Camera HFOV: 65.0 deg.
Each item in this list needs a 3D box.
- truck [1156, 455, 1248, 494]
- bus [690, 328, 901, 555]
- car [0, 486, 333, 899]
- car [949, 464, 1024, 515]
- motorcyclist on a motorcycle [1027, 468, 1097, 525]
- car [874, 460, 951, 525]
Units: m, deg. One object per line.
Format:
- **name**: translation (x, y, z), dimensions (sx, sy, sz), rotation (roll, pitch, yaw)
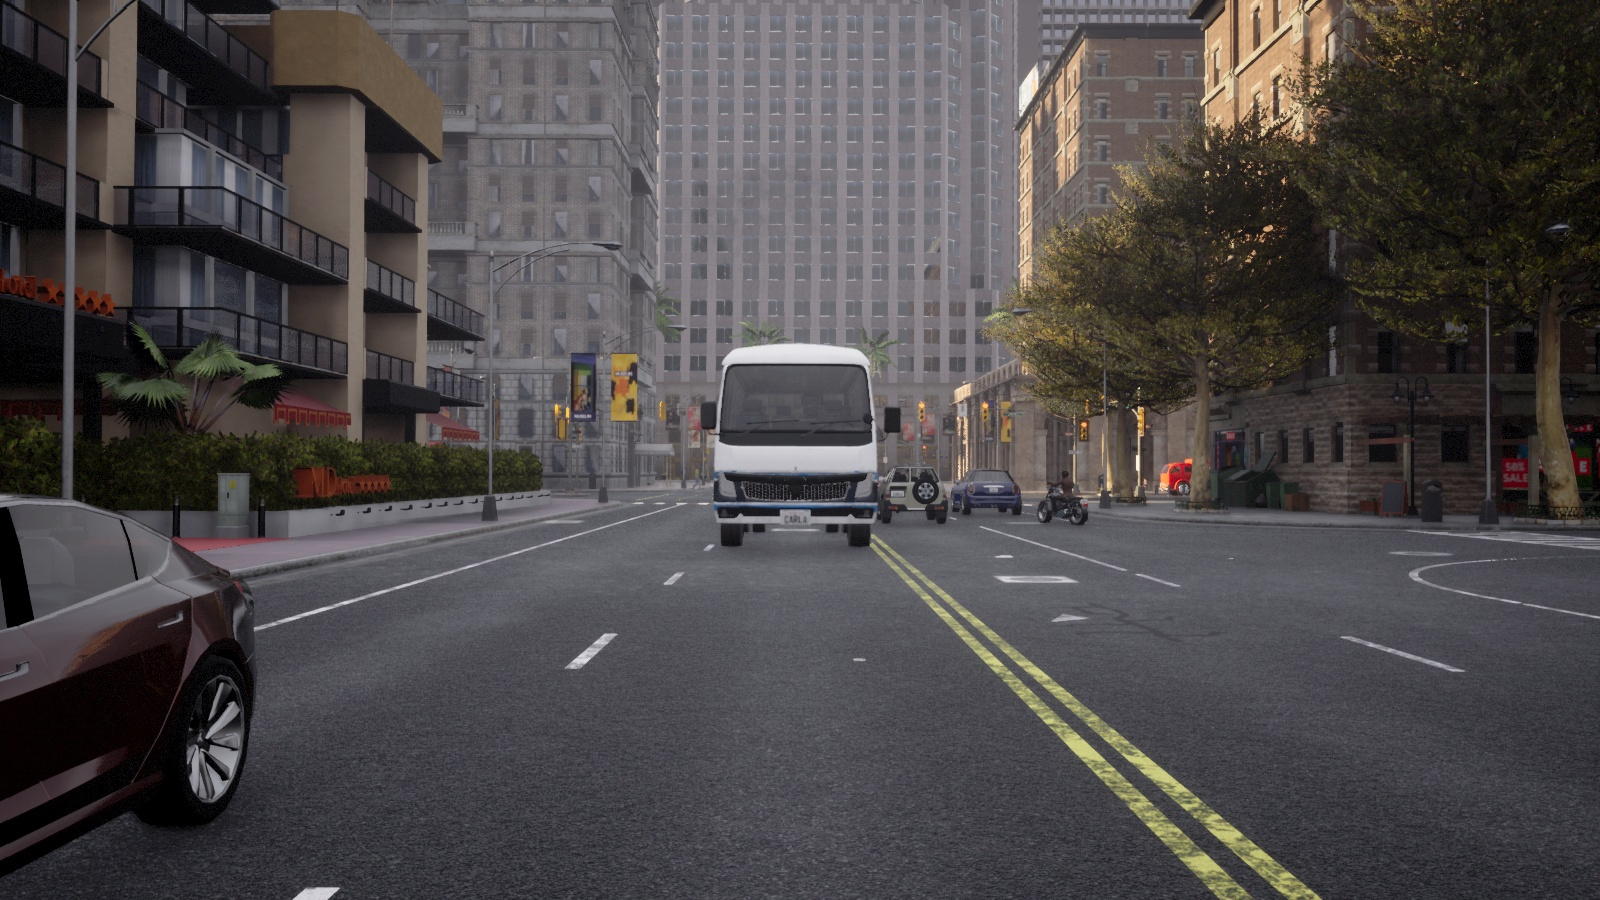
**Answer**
- **truck**: translation (26.479, 1.608, 82.778), dimensions (5.204, 2.467, 2.627), rotation (0, -1, 0)
- **bus**: translation (-0.096, -0.080, 28.723), dimensions (3.944, 4.253, 10.273), rotation (0, -1, 0)
- **car**: translation (-3.514, 0.898, 4.152), dimensions (2.163, 1.488, 4.792), rotation (0, -1, 0)
- **car**: translation (6.854, 1.426, 46.561), dimensions (2.097, 1.767, 4.553), rotation (0, -1, 0)
- **motorcyclist on a motorcycle**: translation (7.800, 1.362, 37.491), dimensions (0.766, 1.649, 2.350), rotation (0, -1, -26)
- **car**: translation (3.377, 1.264, 38.578), dimensions (1.932, 1.855, 4.605), rotation (0, -1, 0)
